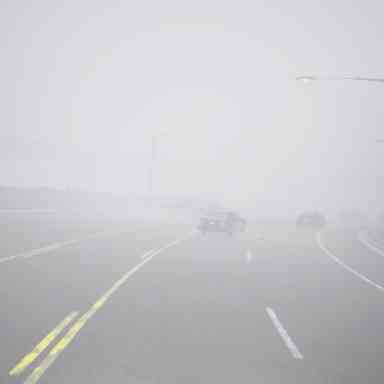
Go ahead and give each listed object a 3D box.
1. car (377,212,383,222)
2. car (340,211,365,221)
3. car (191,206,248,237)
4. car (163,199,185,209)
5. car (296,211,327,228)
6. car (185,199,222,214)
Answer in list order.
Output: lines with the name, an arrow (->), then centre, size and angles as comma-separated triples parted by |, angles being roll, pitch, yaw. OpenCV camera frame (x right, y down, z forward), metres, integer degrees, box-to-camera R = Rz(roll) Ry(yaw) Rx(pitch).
car -> 28.127, 3.556, 47.016 | 5.008, 1.535, 1.882 | 4, -2, -34
car -> 23.271, 3.404, 48.076 | 4.181, 1.385, 1.994 | 4, -1, -37
car -> 2.022, 1.840, 20.484 | 2.033, 1.411, 5.357 | 3, -1, 22
car -> -1.306, 1.412, 37.592 | 1.882, 1.535, 5.008 | 3, -1, 32
car -> 11.071, 2.501, 30.730 | 1.994, 1.385, 4.181 | 3, -1, 33
car -> 1.666, 1.710, 35.762 | 2.097, 1.767, 4.553 | 3, -1, 32
